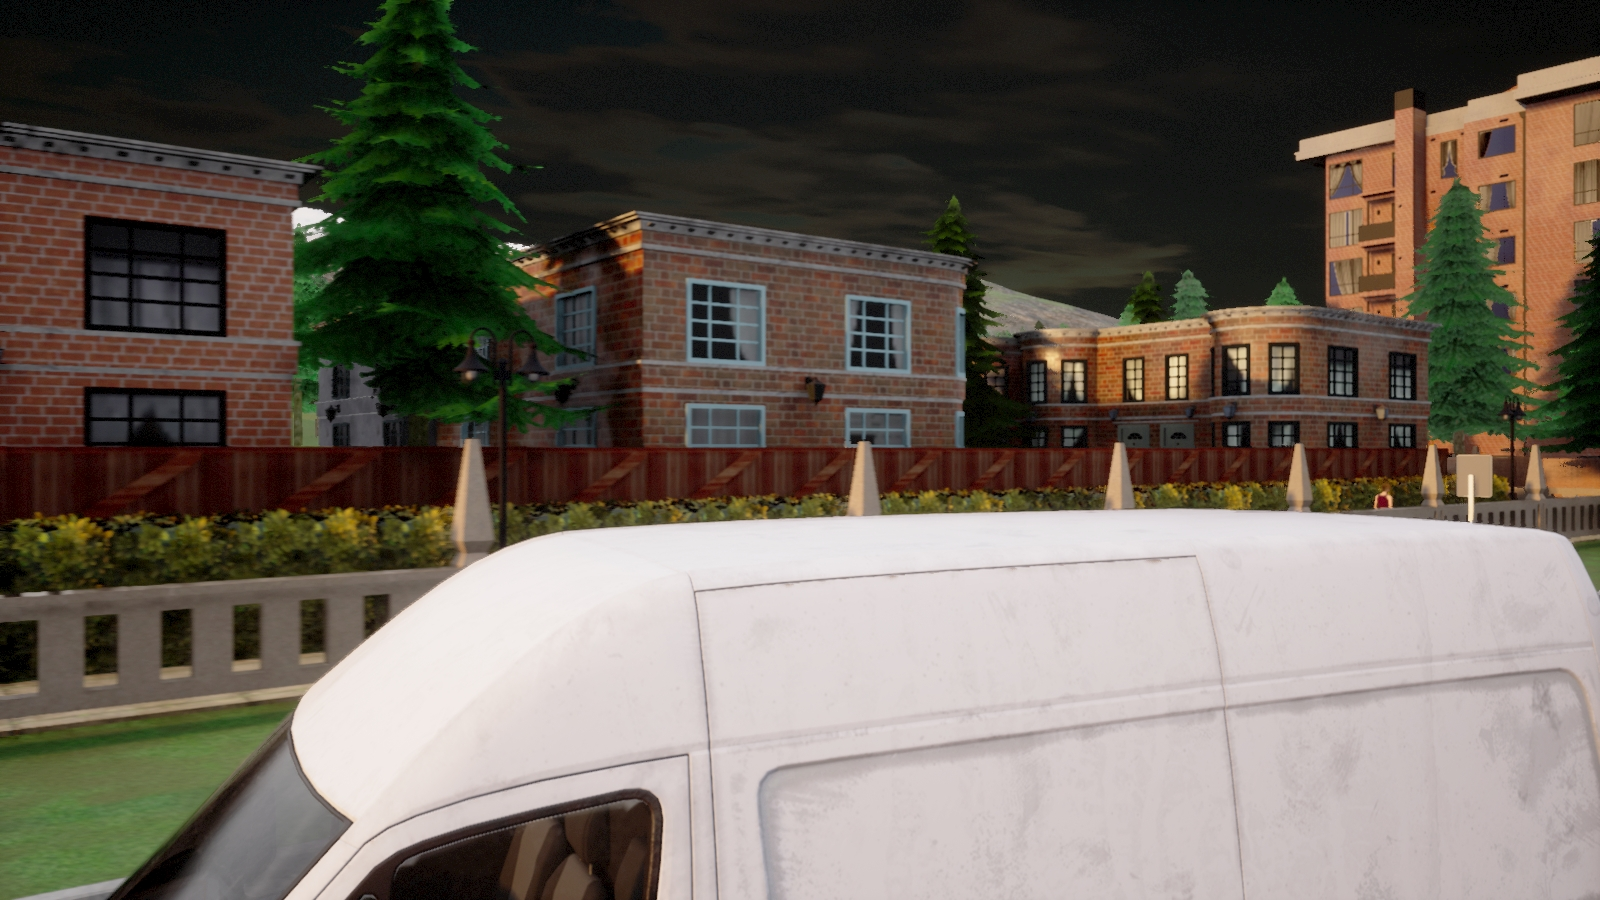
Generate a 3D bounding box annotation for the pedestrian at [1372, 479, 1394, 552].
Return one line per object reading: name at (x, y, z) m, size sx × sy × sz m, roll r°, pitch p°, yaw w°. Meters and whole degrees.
pedestrian at (15.158, 1.702, 29.698) m, size 0.375 × 1.860 × 0.375 m, roll 0°, pitch 0°, yaw -37°

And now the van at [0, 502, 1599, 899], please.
van at (-0.066, 1.535, 3.577) m, size 5.915 × 2.561 × 1.988 m, roll 0°, pitch 0°, yaw -24°
